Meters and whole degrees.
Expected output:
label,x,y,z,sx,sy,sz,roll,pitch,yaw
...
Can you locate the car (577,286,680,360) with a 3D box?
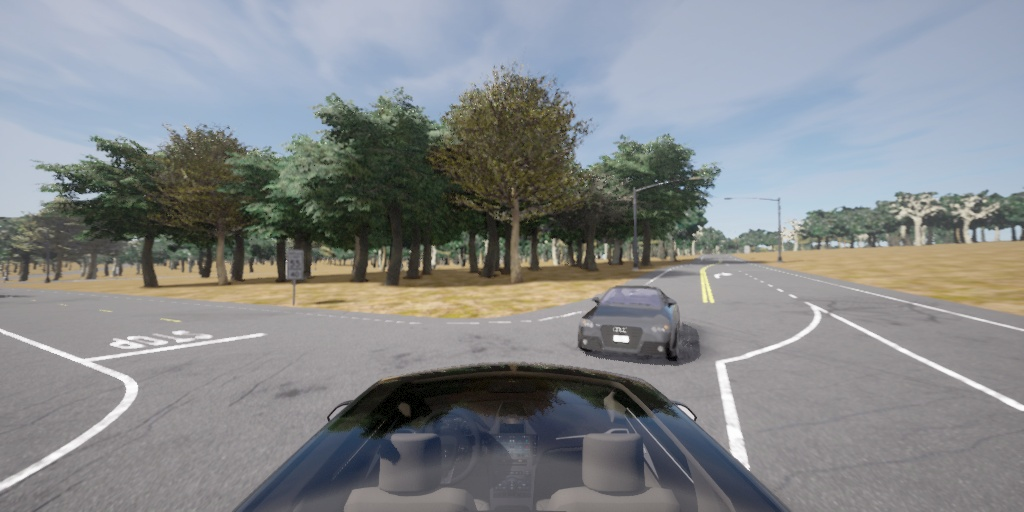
label,x,y,z,sx,sy,sz,roll,pitch,yaw
car,3.000,1.439,8.810,1.994,1.385,4.181,-1,-1,26
